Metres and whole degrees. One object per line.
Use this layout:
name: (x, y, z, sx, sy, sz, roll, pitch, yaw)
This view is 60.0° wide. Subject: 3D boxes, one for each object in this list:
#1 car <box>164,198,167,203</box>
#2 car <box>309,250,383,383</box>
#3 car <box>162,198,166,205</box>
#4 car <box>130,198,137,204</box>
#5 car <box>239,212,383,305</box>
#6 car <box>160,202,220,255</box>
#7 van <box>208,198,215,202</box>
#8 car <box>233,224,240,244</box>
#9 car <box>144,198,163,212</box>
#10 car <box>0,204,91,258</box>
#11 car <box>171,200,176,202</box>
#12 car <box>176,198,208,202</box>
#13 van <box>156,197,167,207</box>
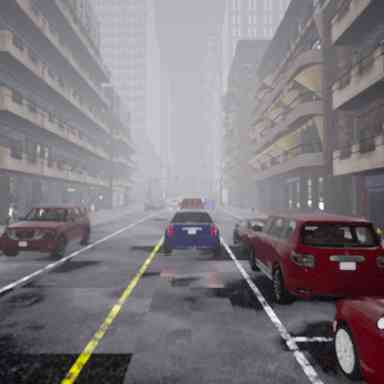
car: (-5.622, 2.128, 57.990, 1.947, 1.339, 4.313, 1, -1, 0)
car: (2.706, 1.572, 2.639, 1.887, 1.381, 4.507, 1, -1, 0)
car: (-5.624, 2.091, 52.451, 1.802, 1.307, 4.206, 1, -1, 0)
car: (-16.459, 2.331, 86.181, 4.097, 1.590, 1.967, 0, -2, 0)
car: (2.712, 1.397, 8.182, 2.192, 1.841, 5.009, 1, -1, 0)
car: (0.009, 1.489, 14.095, 2.097, 1.767, 4.553, 0, -1, 0)
van: (2.728, 1.851, 52.503, 1.690, 1.788, 3.998, 1, -1, 0)
car: (2.709, 1.718, 13.719, 1.802, 1.307, 4.206, 1, -1, 0)
car: (-5.626, 2.007, 46.910, 2.008, 1.369, 4.403, 1, -1, 0)
car: (-5.667, 1.450, 13.673, 2.192, 1.841, 5.009, 1, -1, 0)
car: (-3.033, 2.113, 60.376, 1.812, 1.442, 4.674, 0, 0, 1)
car: (0.013, 1.500, 29.032, 2.150, 2.045, 5.566, 0, 0, 0)
van: (-5.785, 1.957, 63.533, 1.690, 1.788, 3.998, 1, -1, 0)
